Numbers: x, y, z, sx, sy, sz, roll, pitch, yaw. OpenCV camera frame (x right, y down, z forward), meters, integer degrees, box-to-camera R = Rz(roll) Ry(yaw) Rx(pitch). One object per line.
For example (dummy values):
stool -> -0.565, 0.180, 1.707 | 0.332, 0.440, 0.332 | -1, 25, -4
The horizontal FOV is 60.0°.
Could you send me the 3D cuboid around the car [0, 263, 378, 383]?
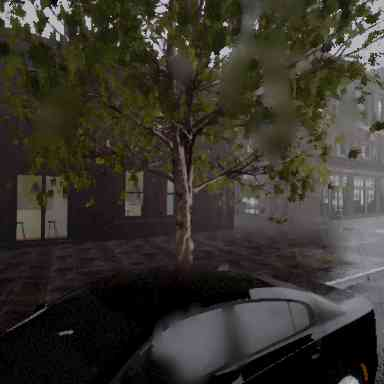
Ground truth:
car -> -0.365, 1.478, 2.848 | 5.008, 1.535, 1.882 | 0, 0, -36
